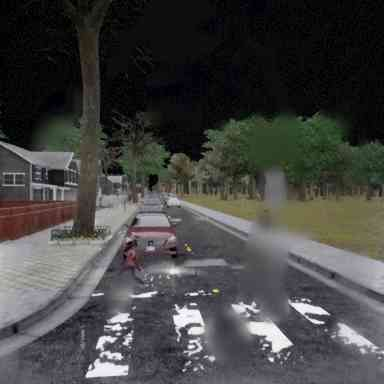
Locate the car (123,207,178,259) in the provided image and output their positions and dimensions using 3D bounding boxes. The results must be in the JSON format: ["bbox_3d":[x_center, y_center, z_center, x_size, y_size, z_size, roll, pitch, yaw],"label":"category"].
[{"bbox_3d":[-1.561,1.524,12.745,1.812,1.442,4.674,0,0,-6],"label":"car"}]

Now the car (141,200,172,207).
[{"bbox_3d":[-2.686,1.538,22.398,2.033,1.411,5.357,0,0,-7],"label":"car"}]

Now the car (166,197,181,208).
[{"bbox_3d":[-2.657,1.491,47.482,1.812,1.442,4.674,0,0,-6],"label":"car"}]

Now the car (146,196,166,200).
[{"bbox_3d":[-3.879,1.333,32.613,2.097,1.767,4.553,0,0,-7],"label":"car"}]

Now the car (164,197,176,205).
[{"bbox_3d":[-3.827,1.552,57.436,1.895,1.301,4.718,0,0,-6],"label":"car"}]

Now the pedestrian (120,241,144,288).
[{"bbox_3d":[-1.396,1.295,7.771,0.375,1.860,0.375,1,-1,-7],"label":"pedestrian"}]
